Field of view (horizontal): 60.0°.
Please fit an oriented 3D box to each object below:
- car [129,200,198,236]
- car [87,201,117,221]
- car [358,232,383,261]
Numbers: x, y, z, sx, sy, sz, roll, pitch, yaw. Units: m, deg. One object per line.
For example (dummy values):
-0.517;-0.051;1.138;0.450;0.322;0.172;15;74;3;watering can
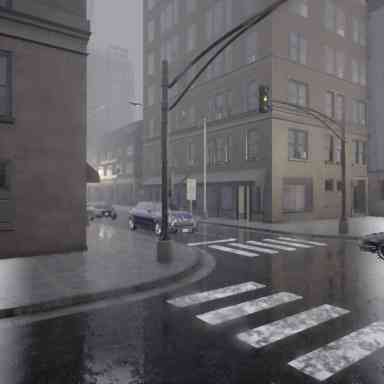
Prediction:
-1.633;1.271;17.973;2.097;1.767;4.553;0;0;-36;car
-7.430;1.430;26.078;1.994;1.385;4.181;0;0;-35;car
7.894;1.540;9.730;2.033;1.411;5.357;0;0;-36;car
